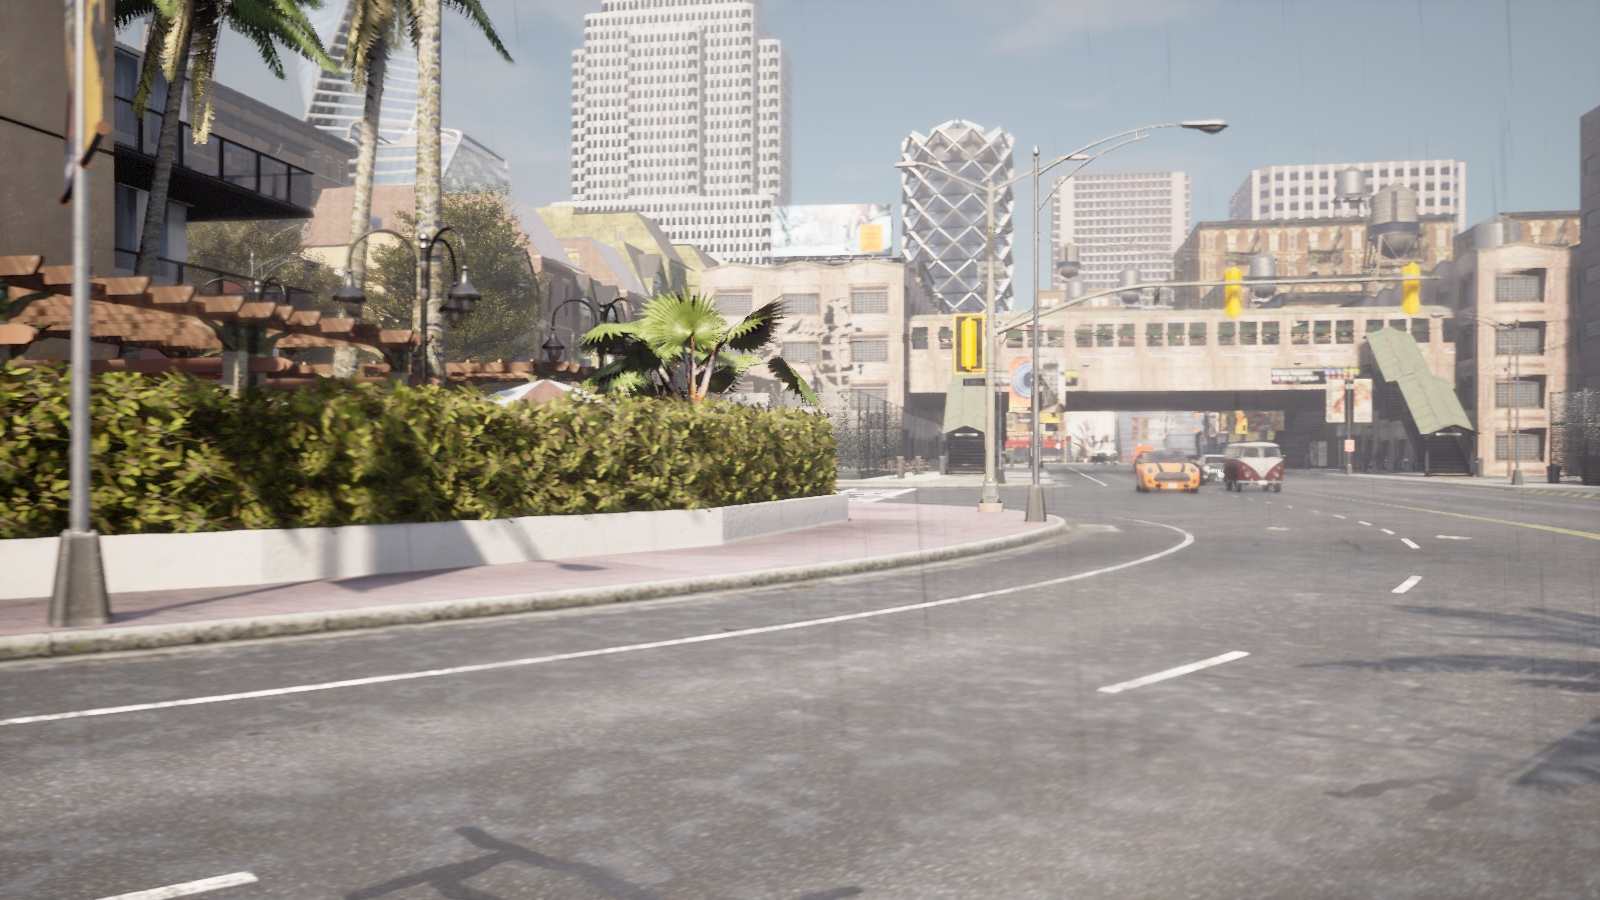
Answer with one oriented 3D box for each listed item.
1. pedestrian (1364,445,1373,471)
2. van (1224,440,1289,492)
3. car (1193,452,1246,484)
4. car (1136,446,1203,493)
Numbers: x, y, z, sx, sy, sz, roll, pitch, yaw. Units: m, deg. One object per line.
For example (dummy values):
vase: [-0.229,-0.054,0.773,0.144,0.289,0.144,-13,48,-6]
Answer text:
pedestrian: [40.754,0.585,90.033,0.540,1.848,0.694,0,0,21]
van: [18.252,0.612,50.402,1.775,1.987,4.442,0,0,11]
car: [20.227,0.853,60.676,1.970,1.475,3.806,0,0,11]
car: [14.517,0.725,49.507,2.097,1.767,4.553,0,0,11]
